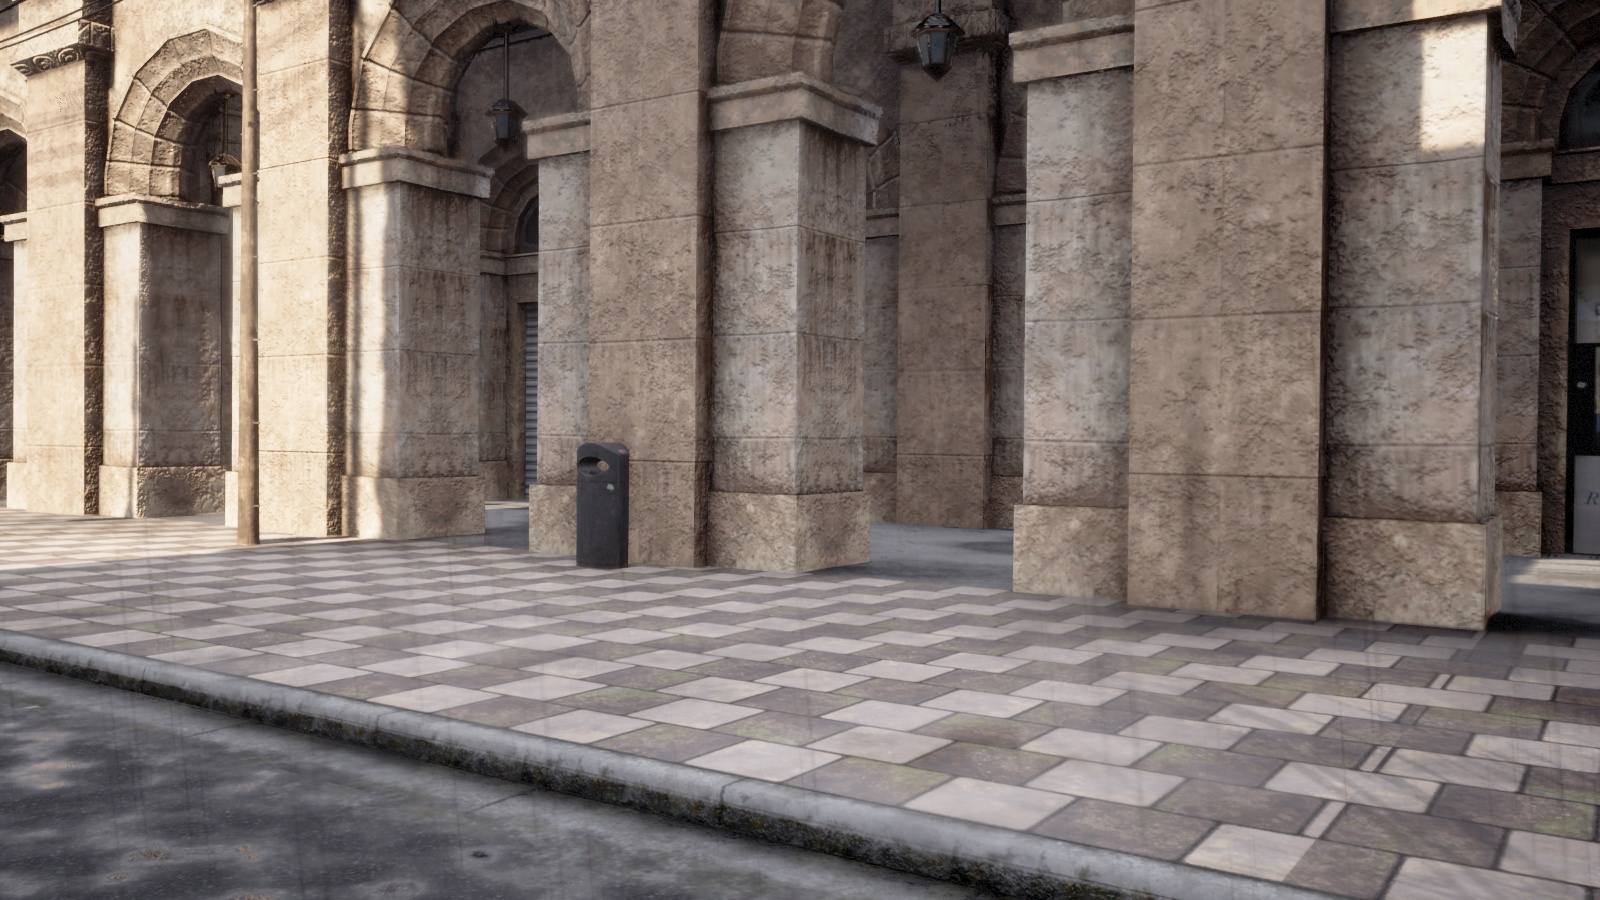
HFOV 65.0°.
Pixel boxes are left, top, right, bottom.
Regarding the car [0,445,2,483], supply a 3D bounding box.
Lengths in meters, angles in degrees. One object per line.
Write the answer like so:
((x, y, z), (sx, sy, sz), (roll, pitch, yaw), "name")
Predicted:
((-30.009, 0.524, 42.477), (1.895, 1.301, 4.718), (0, 1, 34), "car")
